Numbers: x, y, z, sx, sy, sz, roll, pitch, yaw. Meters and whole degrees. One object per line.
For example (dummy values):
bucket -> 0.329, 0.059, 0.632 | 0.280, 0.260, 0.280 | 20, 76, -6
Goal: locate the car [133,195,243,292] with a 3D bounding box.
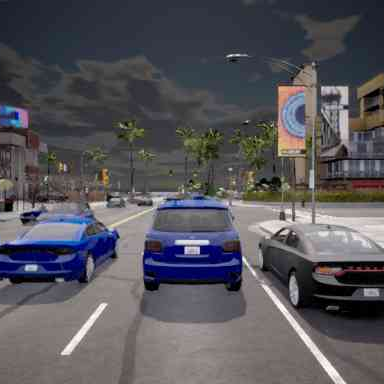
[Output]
car -> 0.037, 1.222, 9.109 | 2.150, 2.045, 5.566 | 0, 0, 1

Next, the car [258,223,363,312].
car -> 2.891, 1.480, 7.864 | 2.097, 1.535, 5.008 | 0, 0, 0

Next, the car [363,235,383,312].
car -> 3.039, 1.354, 1.439 | 2.185, 1.767, 4.553 | 0, 0, 0

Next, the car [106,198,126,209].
car -> -10.569, 1.525, 46.405 | 1.812, 1.442, 4.674 | 0, 0, 1

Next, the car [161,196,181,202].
car -> -4.756, 1.540, 75.114 | 2.033, 1.411, 5.357 | 0, 0, 26

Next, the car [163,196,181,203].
car -> -4.091, 1.601, 68.138 | 1.895, 1.301, 4.718 | 0, 0, 21

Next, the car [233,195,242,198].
car -> 11.837, 1.525, 88.396 | 4.902, 1.511, 2.128 | 0, 0, -37

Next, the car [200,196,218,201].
car -> 4.552, 1.595, 87.064 | 4.718, 1.301, 1.895 | 0, 0, -43

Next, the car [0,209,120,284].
car -> -3.453, 1.478, 9.648 | 1.882, 1.535, 5.008 | 0, 0, 0

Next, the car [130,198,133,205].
car -> -9.737, 1.525, 60.270 | 1.812, 1.442, 4.674 | 0, 0, 10

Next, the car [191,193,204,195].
car -> 0.921, 1.225, 77.593 | 2.150, 2.045, 5.566 | 0, 0, 33

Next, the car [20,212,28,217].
car -> -10.632, 1.601, 24.325 | 1.895, 1.301, 4.718 | 0, 0, 0

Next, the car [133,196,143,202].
car -> -7.059, 1.547, 50.524 | 2.033, 1.411, 5.357 | 0, 0, 1

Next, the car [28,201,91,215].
car -> -7.124, 1.352, 19.151 | 2.097, 1.767, 4.553 | 0, 0, 0
